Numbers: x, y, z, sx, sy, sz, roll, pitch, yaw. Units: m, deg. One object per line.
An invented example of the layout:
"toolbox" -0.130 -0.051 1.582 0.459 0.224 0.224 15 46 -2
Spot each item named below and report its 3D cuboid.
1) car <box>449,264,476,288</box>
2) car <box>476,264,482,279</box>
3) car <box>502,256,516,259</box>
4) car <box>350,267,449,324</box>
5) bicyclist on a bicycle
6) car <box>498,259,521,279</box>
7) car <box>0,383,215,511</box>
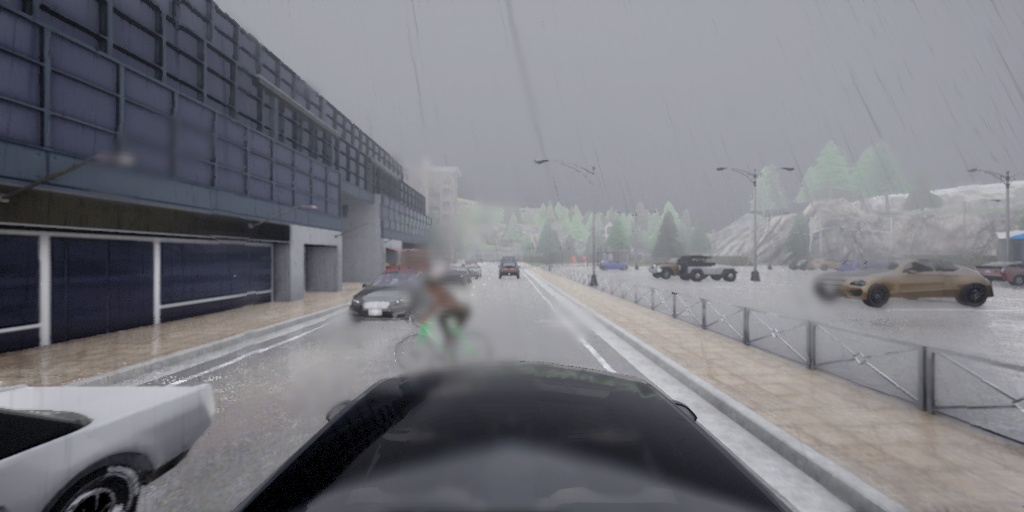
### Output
"car" -3.718 1.373 23.866 1.895 1.301 4.718 0 0 -1
"car" -3.832 1.382 32.760 1.895 1.301 4.718 0 0 0
"car" -0.396 1.016 46.980 2.150 2.045 5.566 0 0 0
"car" -3.691 1.253 12.059 2.128 1.511 4.902 0 0 -1
"bicyclist on a bicycle" -1.180 1.207 6.169 1.656 1.620 0.582 -2 0 -1
"car" -0.250 1.287 33.461 1.837 1.490 4.892 0 0 0
"car" -3.577 1.351 0.947 1.895 1.301 4.718 0 0 -1
